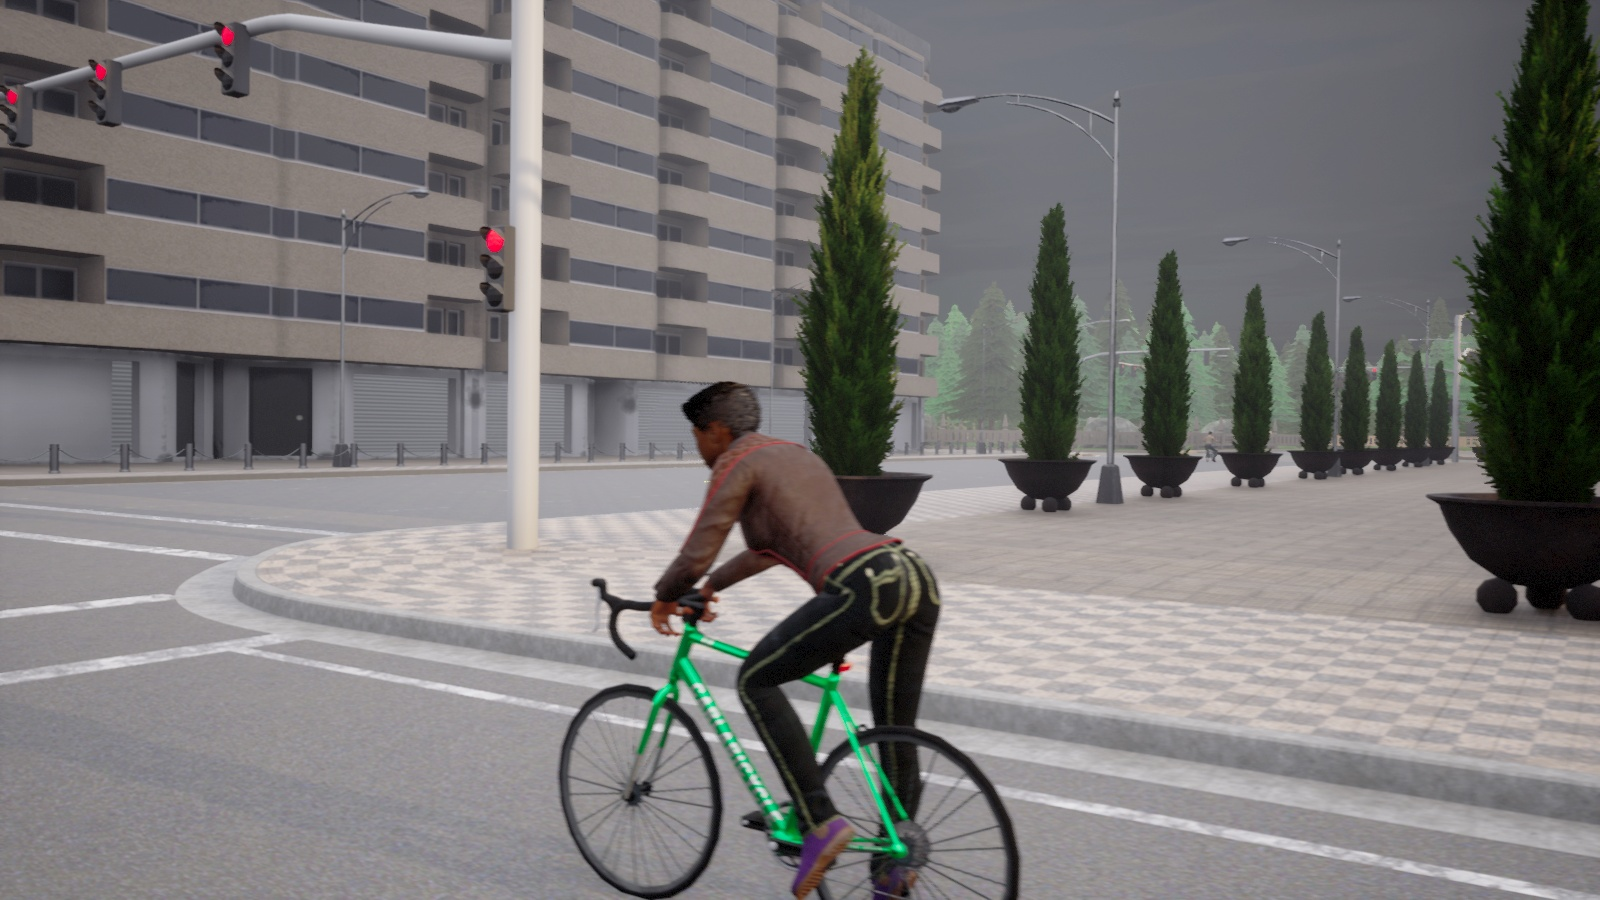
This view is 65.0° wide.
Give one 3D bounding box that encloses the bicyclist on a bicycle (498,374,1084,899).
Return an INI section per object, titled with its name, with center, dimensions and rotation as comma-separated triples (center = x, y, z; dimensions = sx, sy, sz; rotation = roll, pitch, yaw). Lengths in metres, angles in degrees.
[bicyclist on a bicycle]
center = -0.073, 0.625, 3.671
dimensions = 1.656, 1.620, 0.582
rotation = 0, 1, 34
